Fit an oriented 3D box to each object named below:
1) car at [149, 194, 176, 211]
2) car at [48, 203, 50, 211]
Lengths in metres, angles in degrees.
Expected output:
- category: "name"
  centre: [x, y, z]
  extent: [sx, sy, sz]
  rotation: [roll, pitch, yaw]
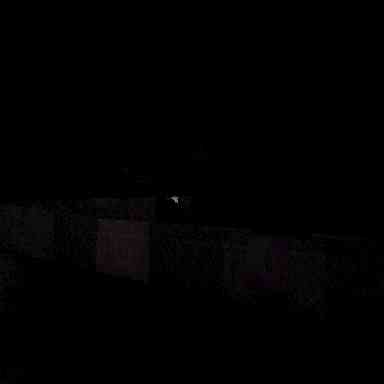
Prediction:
- category: "car"
  centre: [-3.607, 1.118, 32.718]
  extent: [2.097, 1.767, 4.553]
  rotation: [-3, -1, 36]
- category: "car"
  centre: [-11.074, 1.400, 22.557]
  extent: [1.882, 1.535, 5.008]
  rotation: [-3, 0, 36]
